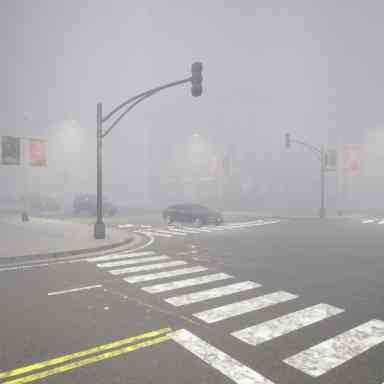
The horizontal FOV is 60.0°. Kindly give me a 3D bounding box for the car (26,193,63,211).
[{"bbox_3d":[-17.887,1.333,40.290,2.097,1.767,4.553,0,0,-45],"label":"car"}]

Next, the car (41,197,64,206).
[{"bbox_3d":[-23.007,1.547,54.911,4.181,1.385,1.994,0,0,44],"label":"car"}]

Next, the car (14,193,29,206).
[{"bbox_3d":[-26.077,1.199,53.379,5.566,2.045,2.150,0,0,45],"label":"car"}]

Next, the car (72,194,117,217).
[{"bbox_3d":[-9.384,1.212,31.750,2.150,2.045,5.566,0,-1,-45],"label":"car"}]

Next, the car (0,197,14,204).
[{"bbox_3d":[-33.657,1.533,60.975,1.994,1.385,4.181,0,0,-45],"label":"car"}]

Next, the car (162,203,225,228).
[{"bbox_3d":[-0.018,1.497,22.353,1.837,1.490,4.892,0,0,-45],"label":"car"}]
